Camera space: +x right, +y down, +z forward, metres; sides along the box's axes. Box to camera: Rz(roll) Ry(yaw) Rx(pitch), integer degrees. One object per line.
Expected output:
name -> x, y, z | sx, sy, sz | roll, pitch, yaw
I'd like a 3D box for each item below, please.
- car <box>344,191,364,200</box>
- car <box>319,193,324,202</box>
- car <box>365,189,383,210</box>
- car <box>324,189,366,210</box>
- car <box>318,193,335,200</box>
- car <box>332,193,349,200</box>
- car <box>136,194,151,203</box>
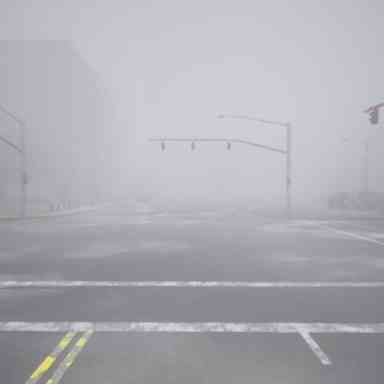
car -> 33.484, 0.677, 68.984 | 1.932, 1.855, 4.605 | 0, 0, 0
car -> 22.184, 1.024, 53.800 | 1.970, 1.475, 3.806 | 0, 0, 0
car -> 19.533, 0.905, 36.323 | 1.905, 1.878, 3.866 | 0, 0, 0
car -> 16.638, 0.902, 36.369 | 1.932, 1.855, 4.605 | 0, 0, 0
car -> 27.906, 0.920, 68.919 | 1.970, 1.475, 3.806 | 0, 0, 0
car -> 30.801, 0.888, 68.927 | 1.784, 1.438, 3.905 | 0, 0, 0
car -> -8.039, 1.151, 55.712 | 1.812, 1.442, 4.674 | 0, 1, 0
